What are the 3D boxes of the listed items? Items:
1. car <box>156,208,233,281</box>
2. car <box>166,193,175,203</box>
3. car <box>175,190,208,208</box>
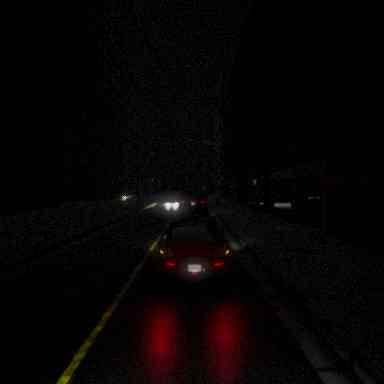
[{"bbox_3d":[0.062,1.401,9.300,1.812,1.442,4.674,0,1,0],"label":"car"},{"bbox_3d":[-2.994,0.890,51.651,2.128,1.511,4.902,0,0,1],"label":"car"},{"bbox_3d":[0.102,0.886,26.159,2.150,2.045,5.566,0,1,1],"label":"car"}]
